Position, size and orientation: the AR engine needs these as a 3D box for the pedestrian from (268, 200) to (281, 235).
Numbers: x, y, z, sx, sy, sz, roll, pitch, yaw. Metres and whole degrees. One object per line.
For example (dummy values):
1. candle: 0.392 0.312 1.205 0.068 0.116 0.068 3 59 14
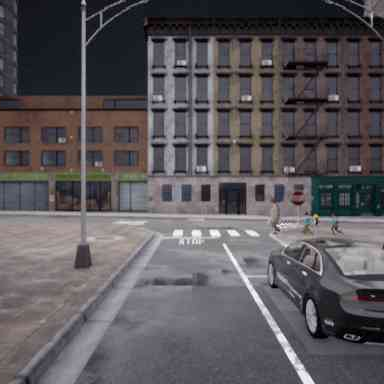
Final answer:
1. pedestrian: 4.225 1.243 16.873 0.375 1.860 0.375 0 0 0

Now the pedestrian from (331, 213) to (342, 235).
1. pedestrian: 7.020 1.541 16.272 0.500 1.100 0.500 0 0 0

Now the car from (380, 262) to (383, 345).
1. car: 2.644 1.439 0.845 1.967 1.590 4.097 0 0 0

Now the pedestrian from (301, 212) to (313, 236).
1. pedestrian: 5.464 1.501 15.672 0.500 1.100 0.500 0 0 0

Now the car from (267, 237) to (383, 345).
1. car: 2.638 1.543 6.349 2.008 1.369 4.403 0 0 0
